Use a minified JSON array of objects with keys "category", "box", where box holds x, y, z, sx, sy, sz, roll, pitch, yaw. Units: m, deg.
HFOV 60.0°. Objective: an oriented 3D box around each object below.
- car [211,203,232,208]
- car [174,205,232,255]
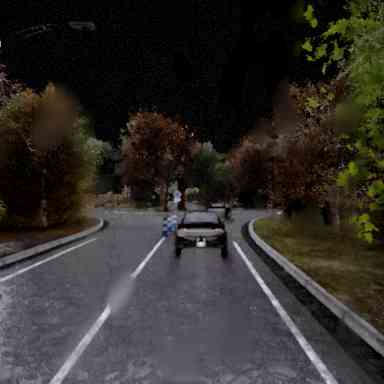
[{"category":"car","box":[2.550,1.727,30.316,2.128,1.511,4.902,0,-1,13]},{"category":"car","box":[0.359,1.464,13.082,2.128,1.511,4.902,0,0,2]}]
